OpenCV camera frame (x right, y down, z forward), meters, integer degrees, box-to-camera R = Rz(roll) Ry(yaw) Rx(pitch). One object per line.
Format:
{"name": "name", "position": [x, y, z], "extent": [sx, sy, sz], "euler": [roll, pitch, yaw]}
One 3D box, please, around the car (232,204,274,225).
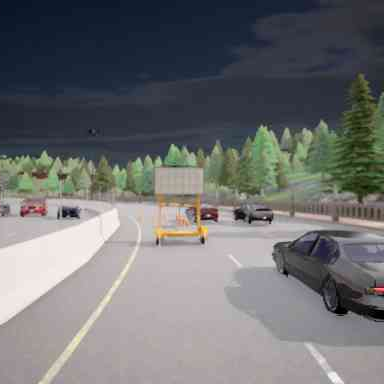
{"name": "car", "position": [4.603, 1.640, 25.722], "extent": [2.128, 1.511, 4.902], "euler": [0, 0, -12]}

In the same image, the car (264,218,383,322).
{"name": "car", "position": [3.427, 1.592, 7.632], "extent": [2.033, 1.411, 5.357], "euler": [0, 0, -3]}

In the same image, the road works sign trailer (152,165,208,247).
{"name": "road works sign trailer", "position": [-0.612, 0.555, 15.617], "extent": [2.380, 3.560, 2.880], "euler": [0, 0, -10]}

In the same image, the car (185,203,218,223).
{"name": "car", "position": [0.700, 1.635, 27.335], "extent": [1.882, 1.535, 5.008], "euler": [0, 0, -12]}
